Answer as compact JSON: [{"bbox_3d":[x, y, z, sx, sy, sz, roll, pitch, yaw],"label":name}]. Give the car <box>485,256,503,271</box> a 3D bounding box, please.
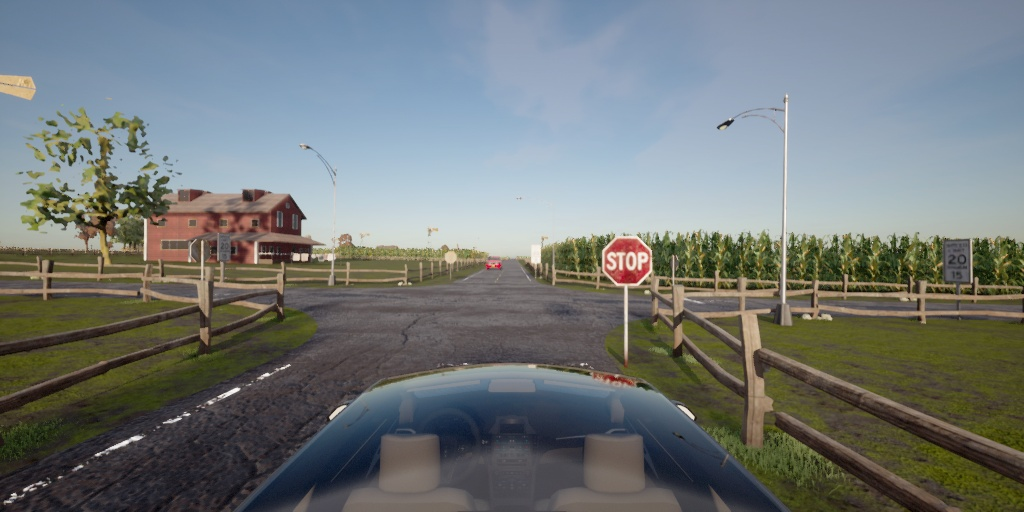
[{"bbox_3d":[-2.544,0.996,51.481,2.150,2.045,5.566,0,0,0],"label":"car"}]
